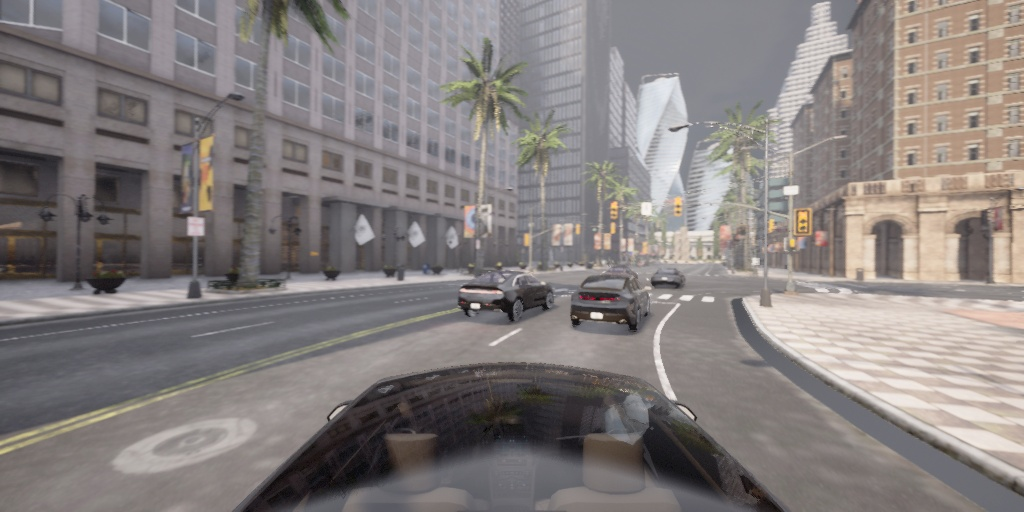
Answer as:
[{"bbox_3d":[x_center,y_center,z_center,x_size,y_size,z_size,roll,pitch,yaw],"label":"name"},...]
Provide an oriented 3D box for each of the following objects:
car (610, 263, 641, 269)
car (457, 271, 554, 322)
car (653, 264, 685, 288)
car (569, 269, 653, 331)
[{"bbox_3d":[8.489,1.506,28.133,1.994,1.385,4.181,1,0,30],"label":"car"},{"bbox_3d":[-0.009,1.280,12.687,2.128,1.511,4.902,1,0,26],"label":"car"},{"bbox_3d":[11.486,1.534,26.325,1.994,1.385,4.181,1,0,30],"label":"car"},{"bbox_3d":[3.249,1.327,11.472,1.837,1.490,4.892,0,0,26],"label":"car"}]
